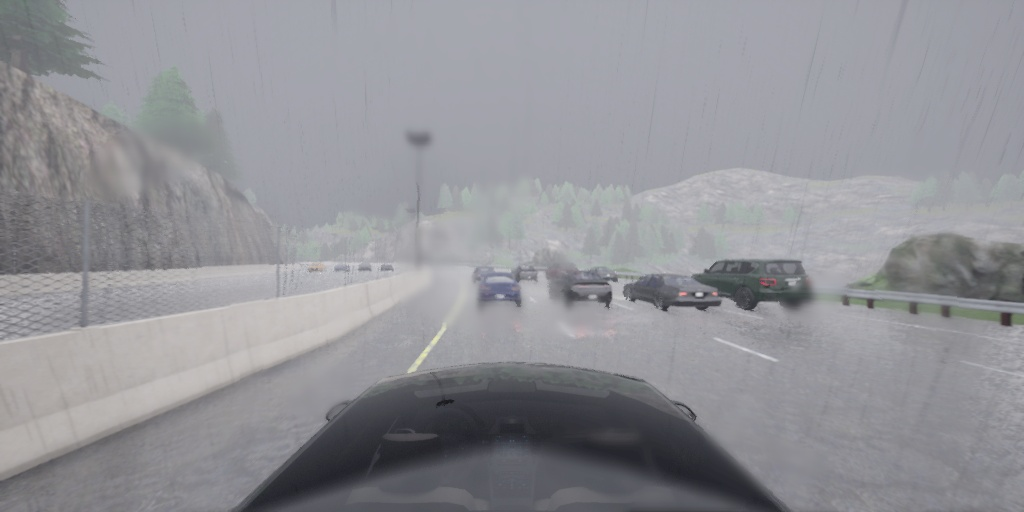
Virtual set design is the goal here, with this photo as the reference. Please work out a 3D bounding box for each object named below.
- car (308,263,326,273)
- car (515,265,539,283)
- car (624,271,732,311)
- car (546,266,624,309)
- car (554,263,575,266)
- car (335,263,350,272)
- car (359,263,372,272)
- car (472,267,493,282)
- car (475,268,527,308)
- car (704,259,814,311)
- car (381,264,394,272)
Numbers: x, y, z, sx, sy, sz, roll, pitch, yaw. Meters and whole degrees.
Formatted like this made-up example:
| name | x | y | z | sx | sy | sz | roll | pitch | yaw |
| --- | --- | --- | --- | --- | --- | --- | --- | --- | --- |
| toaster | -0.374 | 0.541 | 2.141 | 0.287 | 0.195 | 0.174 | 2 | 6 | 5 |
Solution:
| name | x | y | z | sx | sy | sz | roll | pitch | yaw |
| --- | --- | --- | --- | --- | --- | --- | --- | --- | --- |
| car | -30.810 | 1.834 | 56.764 | 1.882 | 1.535 | 5.008 | 0 | -1 | -19 |
| car | 1.031 | 1.573 | 31.631 | 2.128 | 1.511 | 4.902 | 0 | 0 | -9 |
| car | 6.506 | 1.448 | 15.293 | 2.033 | 1.411 | 5.357 | 0 | -1 | -4 |
| car | 2.930 | 1.401 | 16.021 | 2.128 | 1.511 | 4.902 | 0 | 0 | -4 |
| car | 4.503 | 1.436 | 32.089 | 2.097 | 1.767 | 4.553 | 0 | -1 | -9 |
| car | -27.837 | 1.905 | 58.869 | 1.812 | 1.442 | 4.674 | 0 | -1 | -19 |
| car | -24.618 | 1.873 | 60.282 | 1.882 | 1.535 | 5.008 | 0 | -1 | -19 |
| car | -2.262 | 1.611 | 30.129 | 2.033 | 1.411 | 5.357 | 0 | -1 | -9 |
| car | -0.596 | 1.435 | 16.180 | 1.812 | 1.442 | 4.674 | 0 | 0 | -5 |
| car | 9.990 | 1.129 | 15.619 | 2.150 | 2.045 | 5.566 | 0 | 0 | -4 |
| car | -21.199 | 1.967 | 61.074 | 1.994 | 1.385 | 4.181 | 0 | -1 | -19 |
